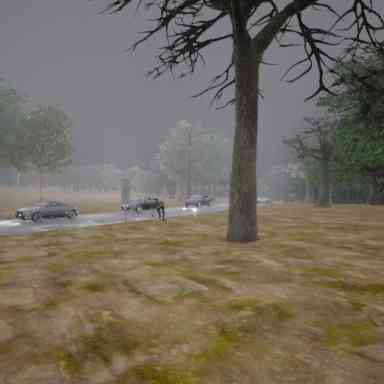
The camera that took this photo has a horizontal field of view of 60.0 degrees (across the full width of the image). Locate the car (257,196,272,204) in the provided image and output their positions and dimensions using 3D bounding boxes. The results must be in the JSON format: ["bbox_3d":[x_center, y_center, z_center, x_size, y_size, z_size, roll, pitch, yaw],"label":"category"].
[{"bbox_3d":[12.177,1.284,55.804,1.895,1.301,4.718,1,0,23],"label":"car"}]

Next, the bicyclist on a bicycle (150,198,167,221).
[{"bbox_3d":[-2.452,1.288,24.053,1.656,1.620,0.582,0,0,36],"label":"bicyclist on a bicycle"}]

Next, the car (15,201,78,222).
[{"bbox_3d":[-10.453,1.346,24.094,1.994,1.385,4.181,2,2,37],"label":"car"}]

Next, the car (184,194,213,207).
[{"bbox_3d":[0.875,1.057,40.921,1.837,1.490,4.892,1,1,31],"label":"car"}]

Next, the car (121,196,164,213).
[{"bbox_3d":[-4.677,1.147,32.149,2.128,1.511,4.902,2,2,34],"label":"car"}]
